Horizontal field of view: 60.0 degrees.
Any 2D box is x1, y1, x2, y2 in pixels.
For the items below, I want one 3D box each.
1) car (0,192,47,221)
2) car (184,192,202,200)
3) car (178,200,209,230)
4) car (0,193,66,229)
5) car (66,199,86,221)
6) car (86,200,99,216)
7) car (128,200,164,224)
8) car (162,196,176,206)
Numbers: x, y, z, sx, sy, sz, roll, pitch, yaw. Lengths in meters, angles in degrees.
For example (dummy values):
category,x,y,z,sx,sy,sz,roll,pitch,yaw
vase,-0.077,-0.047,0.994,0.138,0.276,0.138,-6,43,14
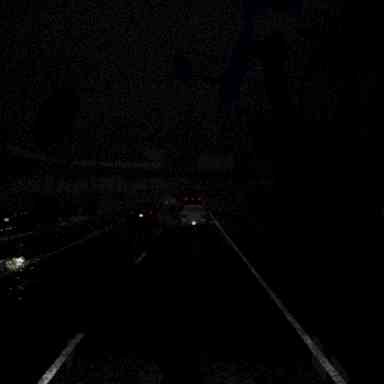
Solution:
category,x,y,z,sx,sy,sz,roll,pitch,yaw
car,-13.995,1.073,26.795,2.150,2.045,5.566,0,0,0
car,0.089,1.025,43.307,2.150,2.045,5.566,0,0,0
car,0.104,1.502,21.001,1.812,1.442,4.674,0,0,0
car,-10.496,1.194,21.592,2.150,2.045,5.566,0,0,0
car,-10.495,1.357,26.825,1.837,1.490,4.892,0,0,0
car,-10.495,1.444,32.003,2.033,1.411,5.357,0,0,0
car,-3.396,1.520,24.218,1.994,1.385,4.181,0,0,0
car,-3.408,1.296,47.670,1.812,1.442,4.674,0,0,0
